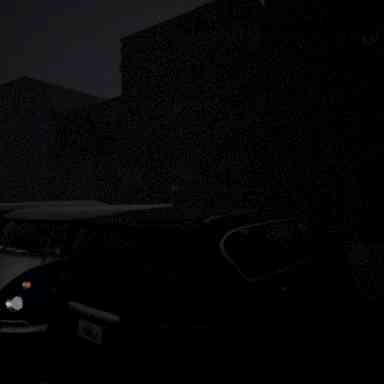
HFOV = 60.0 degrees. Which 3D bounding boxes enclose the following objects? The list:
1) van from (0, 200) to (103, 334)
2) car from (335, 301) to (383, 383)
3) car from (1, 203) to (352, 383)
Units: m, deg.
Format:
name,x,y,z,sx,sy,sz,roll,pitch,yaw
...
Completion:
name,x,y,z,sx,sy,sz,roll,pitch,yaw
van,-1.614,1.236,6.363,1.878,1.987,4.442,0,0,35
car,2.977,1.523,3.227,2.002,1.452,4.674,0,0,36
car,0.734,1.221,4.866,2.435,2.045,5.566,0,0,36
